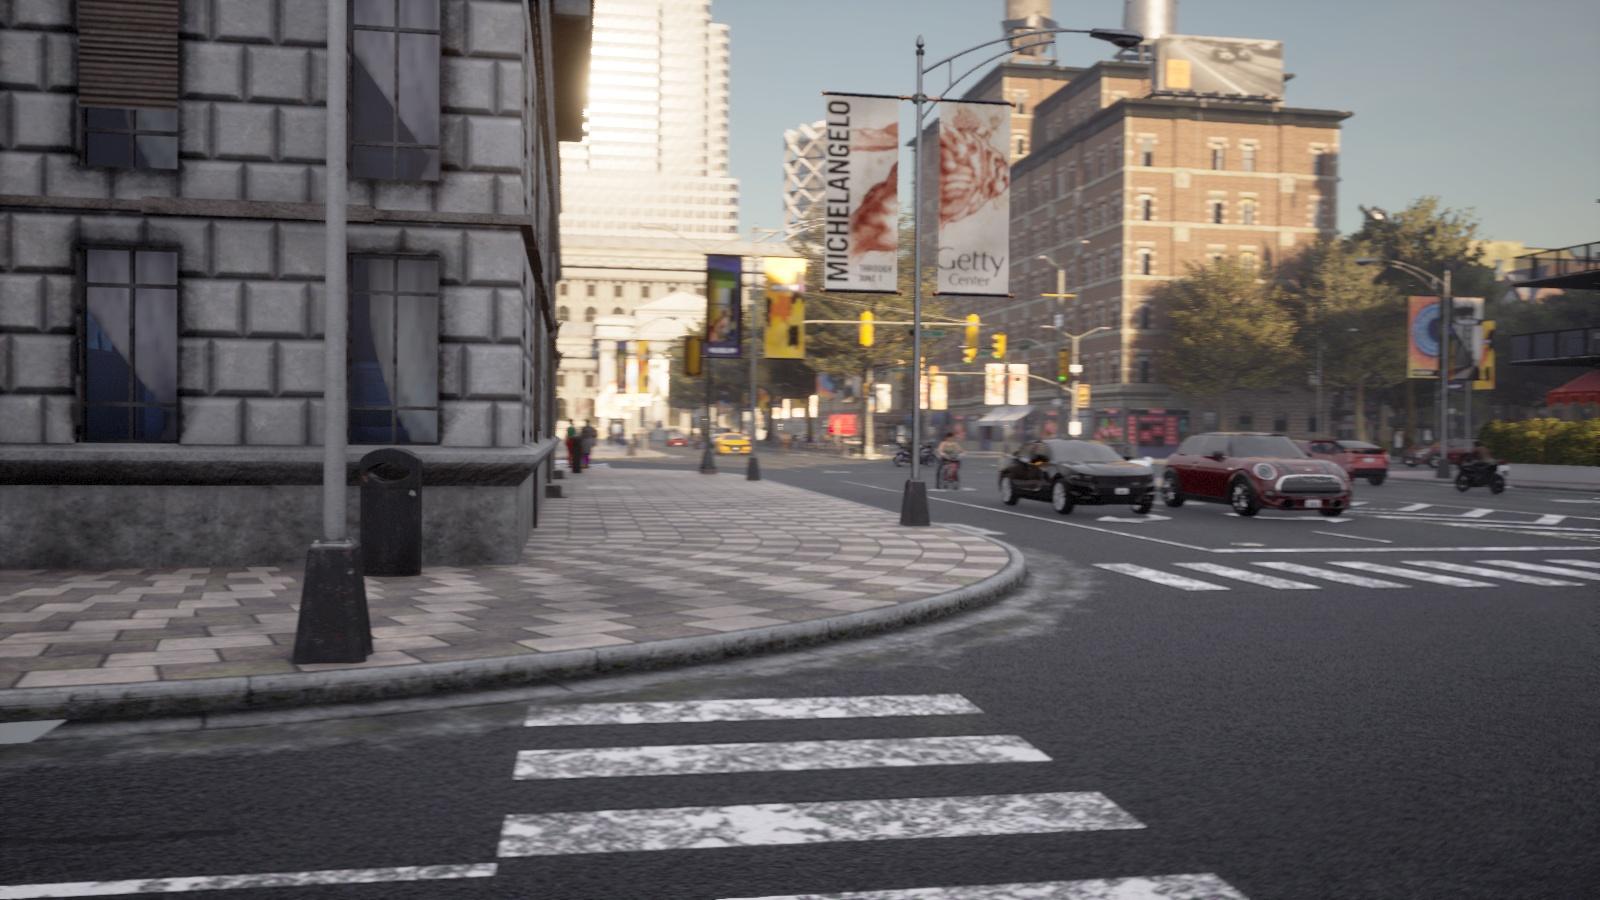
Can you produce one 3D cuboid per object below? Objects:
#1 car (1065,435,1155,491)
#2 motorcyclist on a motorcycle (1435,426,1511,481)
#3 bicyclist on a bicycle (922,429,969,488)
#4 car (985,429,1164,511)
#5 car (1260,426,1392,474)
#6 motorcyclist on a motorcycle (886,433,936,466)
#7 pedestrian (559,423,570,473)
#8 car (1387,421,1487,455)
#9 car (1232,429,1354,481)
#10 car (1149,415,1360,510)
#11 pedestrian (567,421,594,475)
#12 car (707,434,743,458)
[{"bbox_3d":[8.051,0.320,32.700,1.481,1.376,2.207,-1,0,-11],"label":"car"},{"bbox_3d":[19.164,0.075,35.828,0.797,1.523,2.044,-1,1,-11],"label":"motorcyclist on a motorcycle"},{"bbox_3d":[4.054,0.217,35.059,0.866,1.612,1.509,-1,1,-10],"label":"bicyclist on a bicycle"},{"bbox_3d":[5.637,0.354,26.532,1.882,1.535,5.008,-1,1,-10],"label":"car"},{"bbox_3d":[17.828,-0.039,42.835,2.007,1.525,4.514,-1,1,-11],"label":"car"},{"bbox_3d":[5.252,-0.025,59.290,2.191,1.530,0.866,-1,1,-11],"label":"motorcyclist on a motorcycle"},{"bbox_3d":[-8.754,-0.069,46.676,0.345,1.836,0.594,-1,1,-11],"label":"pedestrian"},{"bbox_3d":[34.732,-0.670,68.496,4.553,1.767,2.097,-1,1,-11],"label":"car"},{"bbox_3d":[15.083,0.117,38.639,1.845,1.501,3.633,-1,1,-11],"label":"car"},{"bbox_3d":[9.277,0.198,26.089,2.097,1.767,4.553,-1,1,-11],"label":"car"},{"bbox_3d":[-8.154,-0.075,46.601,0.659,1.952,0.873,-1,1,-35],"label":"pedestrian"},{"bbox_3d":[-5.075,-0.298,84.312,1.882,1.535,5.008,-1,1,-10],"label":"car"}]
